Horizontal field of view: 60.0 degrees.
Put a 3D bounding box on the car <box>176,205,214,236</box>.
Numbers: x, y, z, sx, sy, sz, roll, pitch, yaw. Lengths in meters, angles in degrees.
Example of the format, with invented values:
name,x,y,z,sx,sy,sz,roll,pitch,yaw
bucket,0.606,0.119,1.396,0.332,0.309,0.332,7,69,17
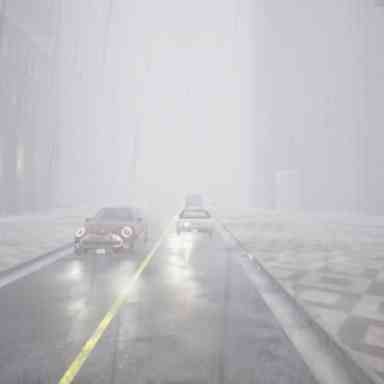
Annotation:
name,x,y,z,sx,sy,sz,roll,pitch,yaw
car,0.143,1.604,18.453,1.895,1.301,4.718,0,0,0

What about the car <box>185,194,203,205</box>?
name,x,y,z,sx,sy,sz,roll,pitch,yaw
car,0.206,1.229,43.833,2.150,2.045,5.566,0,0,0

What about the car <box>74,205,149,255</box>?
name,x,y,z,sx,sy,sz,roll,pitch,yaw
car,-2.979,1.345,13.145,2.097,1.767,4.553,0,0,0
